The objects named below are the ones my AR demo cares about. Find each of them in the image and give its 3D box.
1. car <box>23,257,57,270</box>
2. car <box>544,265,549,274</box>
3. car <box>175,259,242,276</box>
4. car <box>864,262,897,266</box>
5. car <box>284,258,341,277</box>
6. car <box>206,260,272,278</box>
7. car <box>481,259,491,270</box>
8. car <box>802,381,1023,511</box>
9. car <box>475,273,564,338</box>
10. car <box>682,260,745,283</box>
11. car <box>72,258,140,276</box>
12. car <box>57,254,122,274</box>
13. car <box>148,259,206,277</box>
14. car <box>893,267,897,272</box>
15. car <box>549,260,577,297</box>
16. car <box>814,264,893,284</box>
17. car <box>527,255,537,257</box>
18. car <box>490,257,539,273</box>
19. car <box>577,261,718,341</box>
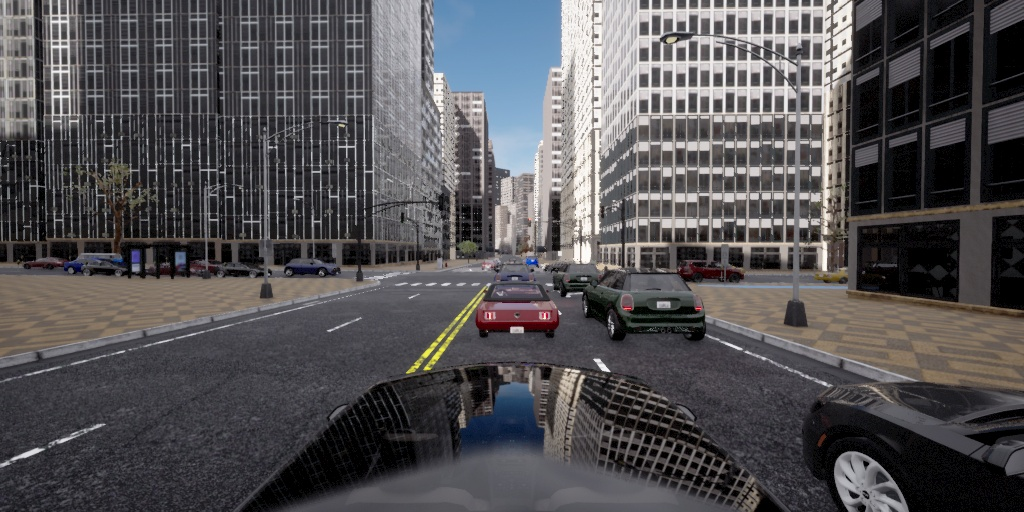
[{"bbox_3d":[-50.889,0.794,39.391,4.207,1.307,1.802,0,0,1],"label":"car"},{"bbox_3d":[5.678,1.218,38.301,4.902,1.511,2.128,1,2,42],"label":"car"},{"bbox_3d":[-27.948,1.042,33.075,4.674,1.442,1.812,1,1,2],"label":"car"},{"bbox_3d":[35.337,1.378,35.029,4.553,1.767,2.097,0,1,1],"label":"car"},{"bbox_3d":[-18.167,0.958,32.815,4.553,1.767,2.097,1,1,2],"label":"car"},{"bbox_3d":[-22.671,1.174,30.246,4.313,1.339,1.948,0,0,1],"label":"car"},{"bbox_3d":[-3.224,1.241,50.612,1.812,1.442,4.674,0,0,0],"label":"car"},{"bbox_3d":[3.342,1.255,0.990,1.837,1.490,4.892,0,0,0],"label":"car"},{"bbox_3d":[0.115,1.347,10.142,1.895,1.301,4.718,0,0,0],"label":"car"},{"bbox_3d":[16.253,1.269,29.632,5.009,1.841,2.192,0,0,1],"label":"car"},{"bbox_3d":[-34.035,1.070,30.577,4.313,1.339,1.948,0,0,1],"label":"car"},{"bbox_3d":[-38.421,0.899,33.311,5.008,1.535,1.882,1,1,2],"label":"car"},{"bbox_3d":[-28.355,1.139,30.391,4.207,1.307,1.802,0,0,1],"label":"car"},{"bbox_3d":[33.170,1.684,29.304,4.207,1.307,1.802,0,0,1],"label":"car"},{"bbox_3d":[3.385,1.093,18.983,2.097,1.767,4.553,0,0,0],"label":"car"},{"bbox_3d":[27.700,1.579,29.410,4.829,1.417,1.751,0,0,1],"label":"car"},{"bbox_3d":[3.479,0.923,63.186,2.150,2.045,5.566,0,0,0],"label":"car"},{"bbox_3d":[0.136,1.092,19.136,2.097,1.767,4.553,0,0,0],"label":"car"},{"bbox_3d":[3.359,1.098,10.045,2.097,1.767,4.553,0,0,0],"label":"car"}]
